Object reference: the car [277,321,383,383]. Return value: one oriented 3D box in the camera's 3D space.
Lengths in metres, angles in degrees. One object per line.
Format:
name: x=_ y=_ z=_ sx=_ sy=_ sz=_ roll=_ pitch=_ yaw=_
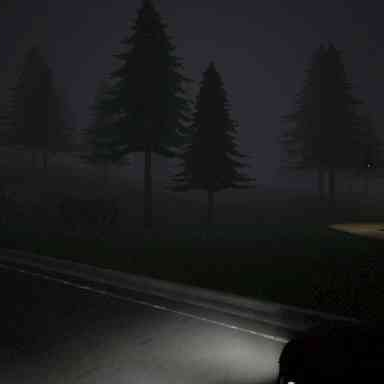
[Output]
car: x=2.839 y=1.526 z=1.967 sx=4.674 sy=1.442 sz=1.812 roll=0 pitch=0 yaw=36
